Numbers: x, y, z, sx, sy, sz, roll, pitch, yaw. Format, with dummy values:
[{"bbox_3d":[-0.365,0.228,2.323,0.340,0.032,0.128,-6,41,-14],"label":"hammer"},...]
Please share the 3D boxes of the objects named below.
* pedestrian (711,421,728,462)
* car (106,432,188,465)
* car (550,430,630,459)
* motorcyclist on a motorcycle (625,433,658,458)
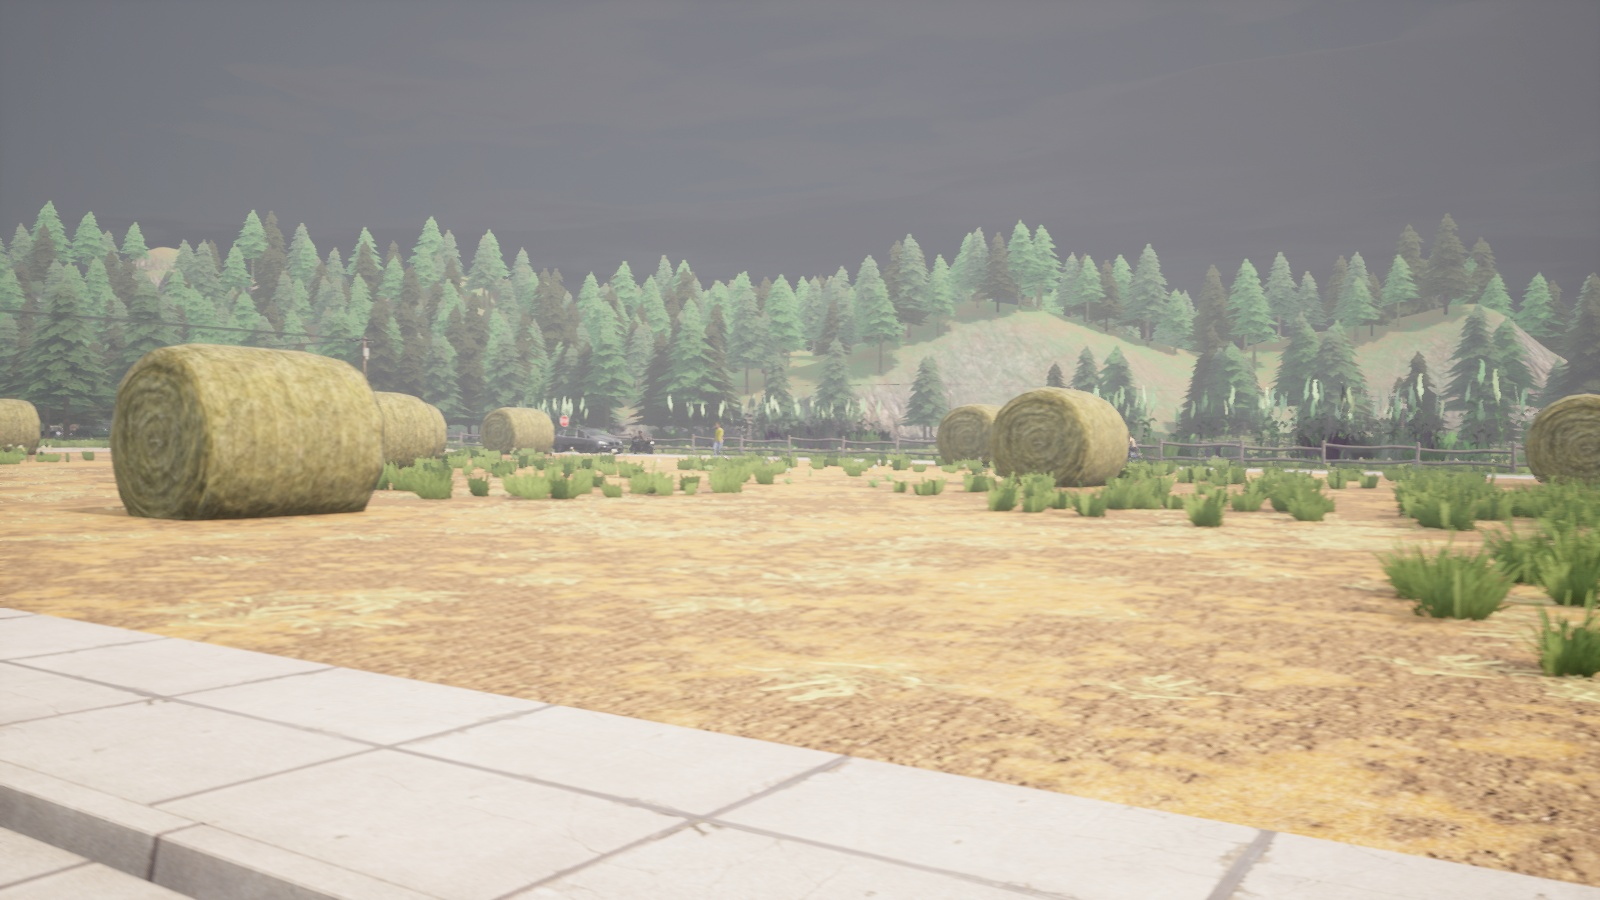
[{"bbox_3d":[-3.645,-0.370,56.807,0.706,1.836,0.354,-1,1,-42],"label":"pedestrian"},{"bbox_3d":[-38.610,-0.108,74.302,1.905,1.878,3.866,0,1,35],"label":"car"},{"bbox_3d":[-12.753,-0.353,76.098,4.611,1.667,2.242,0,1,37],"label":"car"},{"bbox_3d":[-9.882,-0.272,78.315,2.044,1.523,0.797,0,1,37],"label":"motorcyclist on a motorcycle"}]
